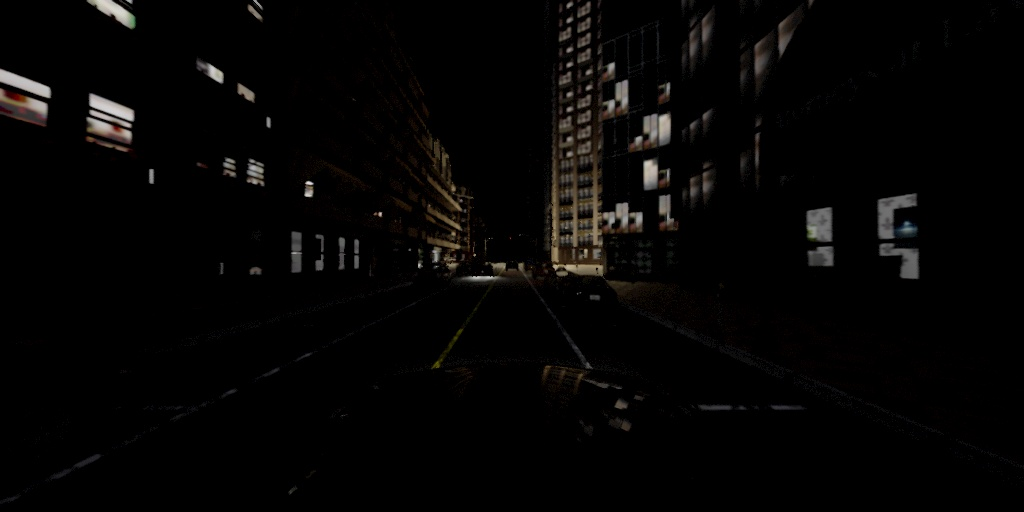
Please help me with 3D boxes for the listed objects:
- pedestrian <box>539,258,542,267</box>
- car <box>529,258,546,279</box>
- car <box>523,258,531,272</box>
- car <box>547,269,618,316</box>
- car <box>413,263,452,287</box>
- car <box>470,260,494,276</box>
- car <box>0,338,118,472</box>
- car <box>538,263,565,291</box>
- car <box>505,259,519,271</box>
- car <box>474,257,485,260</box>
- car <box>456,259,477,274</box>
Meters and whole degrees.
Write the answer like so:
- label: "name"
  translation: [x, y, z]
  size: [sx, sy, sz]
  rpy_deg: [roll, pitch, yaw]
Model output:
- label: "pedestrian"
  translation: [2.751, 1.069, 35.064]
  size: [0.375, 1.860, 0.375]
  rpy_deg: [0, 0, 0]
- label: "car"
  translation: [2.751, 1.227, 32.065]
  size: [1.801, 1.575, 5.366]
  rpy_deg: [0, 0, 0]
- label: "car"
  translation: [2.567, 1.316, 46.577]
  size: [1.751, 1.417, 4.829]
  rpy_deg: [0, 0, 0]
- label: "car"
  translation: [2.566, 1.320, 13.191]
  size: [1.948, 1.339, 4.313]
  rpy_deg: [0, 0, 0]
- label: "car"
  translation: [-5.314, 1.203, 24.256]
  size: [1.967, 1.591, 4.097]
  rpy_deg: [0, 0, 0]
- label: "car"
  translation: [-2.838, 1.341, 36.672]
  size: [1.994, 1.385, 4.181]
  rpy_deg: [0, 0, 0]
- label: "car"
  translation: [-5.314, 1.295, 2.114]
  size: [1.888, 1.381, 4.507]
  rpy_deg: [0, 0, 0]
- label: "car"
  translation: [2.566, 1.284, 18.898]
  size: [1.751, 1.417, 4.829]
  rpy_deg: [0, 0, 0]
- label: "car"
  translation: [0.035, 1.287, 49.724]
  size: [2.128, 1.511, 4.902]
  rpy_deg: [0, 0, 0]
- label: "car"
  translation: [-5.314, 1.240, 51.935]
  size: [1.967, 1.591, 4.097]
  rpy_deg: [0, 0, 0]
- label: "car"
  translation: [-5.314, 1.332, 40.865]
  size: [2.007, 1.370, 4.403]
  rpy_deg: [0, 0, 0]
